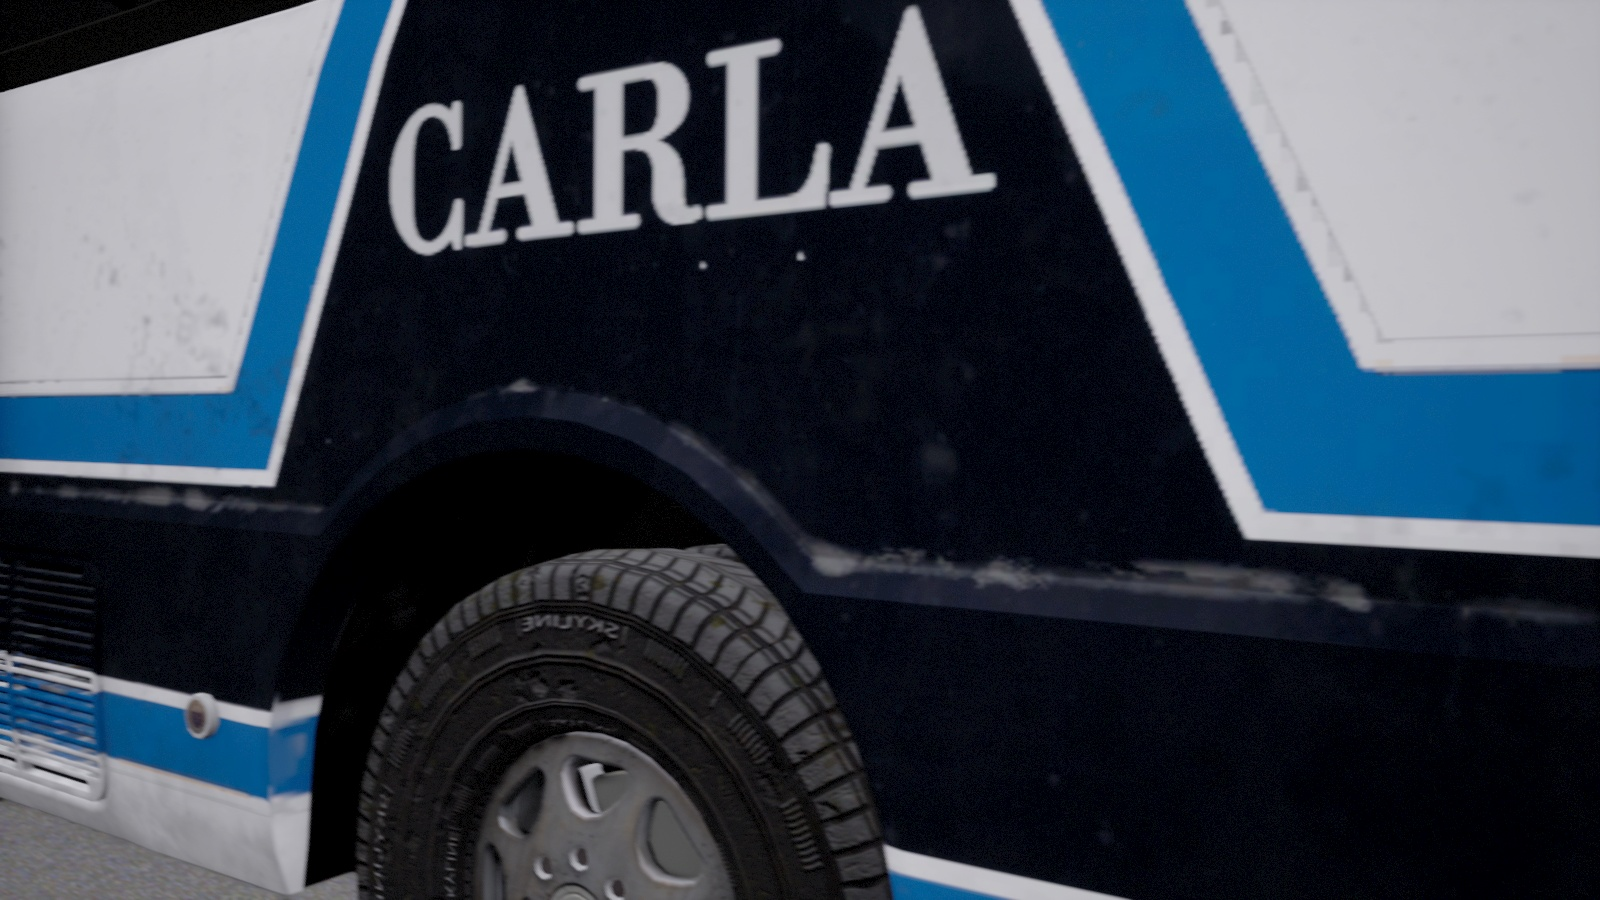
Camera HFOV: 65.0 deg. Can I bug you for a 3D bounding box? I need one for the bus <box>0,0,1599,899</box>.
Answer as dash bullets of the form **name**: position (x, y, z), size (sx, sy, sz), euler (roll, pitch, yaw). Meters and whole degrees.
- **bus**: position (-1.715, -0.702, 4.772), size (10.273, 4.253, 3.944), euler (0, 1, 33)
